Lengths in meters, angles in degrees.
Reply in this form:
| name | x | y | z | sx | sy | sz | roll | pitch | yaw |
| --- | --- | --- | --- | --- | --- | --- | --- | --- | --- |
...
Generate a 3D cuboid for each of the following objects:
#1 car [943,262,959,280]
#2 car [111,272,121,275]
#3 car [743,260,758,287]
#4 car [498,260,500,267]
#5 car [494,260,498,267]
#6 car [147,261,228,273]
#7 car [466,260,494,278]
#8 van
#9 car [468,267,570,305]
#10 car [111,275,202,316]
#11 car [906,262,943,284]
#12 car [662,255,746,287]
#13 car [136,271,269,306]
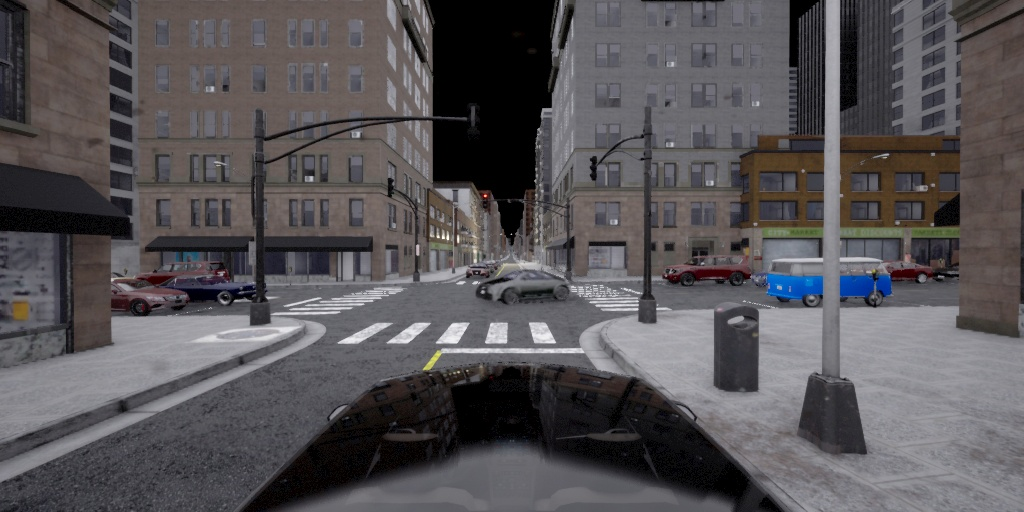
| name | x | y | z | sx | sy | sz | roll | pitch | yaw |
| --- | --- | --- | --- | --- | --- | --- | --- | --- | --- |
| car | 28.917 | 0.916 | 22.345 | 4.313 | 1.339 | 1.948 | 0 | 0 | 0 |
| car | -26.026 | 1.552 | 22.192 | 4.829 | 1.417 | 1.751 | 0 | 0 | 0 |
| car | 15.742 | 1.056 | 19.646 | 4.674 | 1.442 | 1.812 | 0 | 0 | 0 |
| car | -3.097 | 1.302 | 52.551 | 1.812 | 1.442 | 4.674 | 0 | 0 | 0 |
| car | -3.106 | 1.255 | 42.628 | 2.128 | 1.511 | 4.902 | 0 | 0 | 0 |
| car | -20.351 | 1.271 | 22.207 | 5.009 | 1.841 | 2.192 | 0 | 0 | 0 |
| car | -3.096 | 1.319 | 33.643 | 1.994 | 1.385 | 4.181 | 0 | 0 | 1 |
| van | 12.114 | 0.957 | 13.772 | 3.998 | 1.789 | 1.690 | 0 | 0 | 0 |
| car | 0.508 | 1.314 | 15.916 | 4.181 | 1.385 | 1.994 | 0 | 0 | -30 |
| car | -14.822 | 1.528 | 13.697 | 4.207 | 1.307 | 1.802 | 0 | 0 | 0 |
| car | 23.307 | 0.964 | 22.329 | 4.507 | 1.381 | 1.888 | 0 | 0 | 0 |
| car | 12.090 | 0.872 | 22.298 | 5.009 | 1.841 | 2.192 | 0 | 0 | 0 |
| car | -13.959 | 1.517 | 16.362 | 4.718 | 1.301 | 1.895 | -1 | 0 | 0 |
